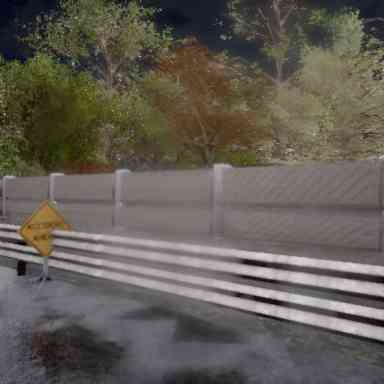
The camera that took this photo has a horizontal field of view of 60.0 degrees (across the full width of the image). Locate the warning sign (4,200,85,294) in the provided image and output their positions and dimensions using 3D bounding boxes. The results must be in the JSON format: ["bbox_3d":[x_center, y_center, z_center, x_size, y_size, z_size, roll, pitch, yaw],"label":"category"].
[{"bbox_3d":[-3.302,1.122,7.509,1.060,1.860,1.300,0,0,35],"label":"warning sign"}]
